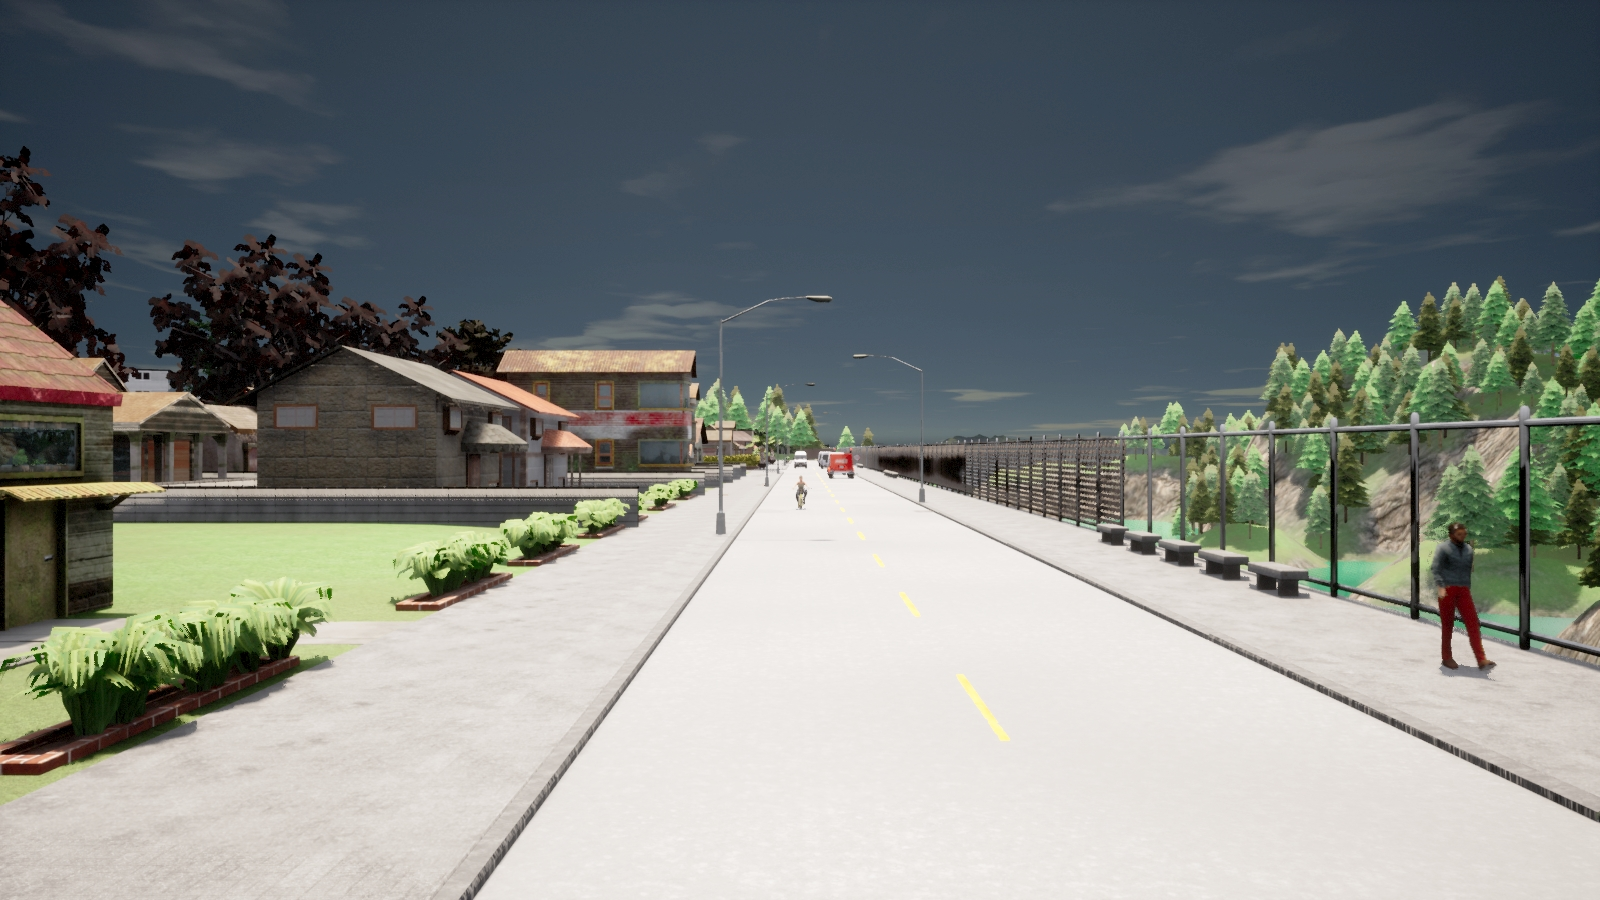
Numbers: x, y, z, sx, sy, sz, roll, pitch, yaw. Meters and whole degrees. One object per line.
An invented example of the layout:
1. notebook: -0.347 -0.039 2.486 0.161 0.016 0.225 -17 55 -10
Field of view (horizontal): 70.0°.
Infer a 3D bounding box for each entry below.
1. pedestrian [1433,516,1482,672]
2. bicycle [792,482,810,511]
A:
1. pedestrian: 8.021 1.743 13.943 0.375 1.860 0.375 0 0 -1
2. bicycle: 0.053 2.158 53.048 0.859 1.276 1.487 0 0 0
